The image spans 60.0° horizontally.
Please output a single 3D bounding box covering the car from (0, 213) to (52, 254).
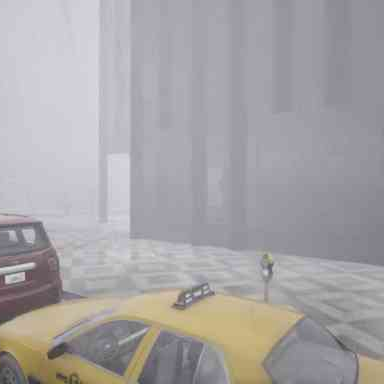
[{"bbox_3d":[-4.466,1.314,6.155,5.009,1.841,2.192,0,0,36],"label":"car"}]

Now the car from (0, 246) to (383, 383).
[{"bbox_3d":[-0.191,1.525,3.099,4.829,1.417,1.752,0,0,36],"label":"car"}]
